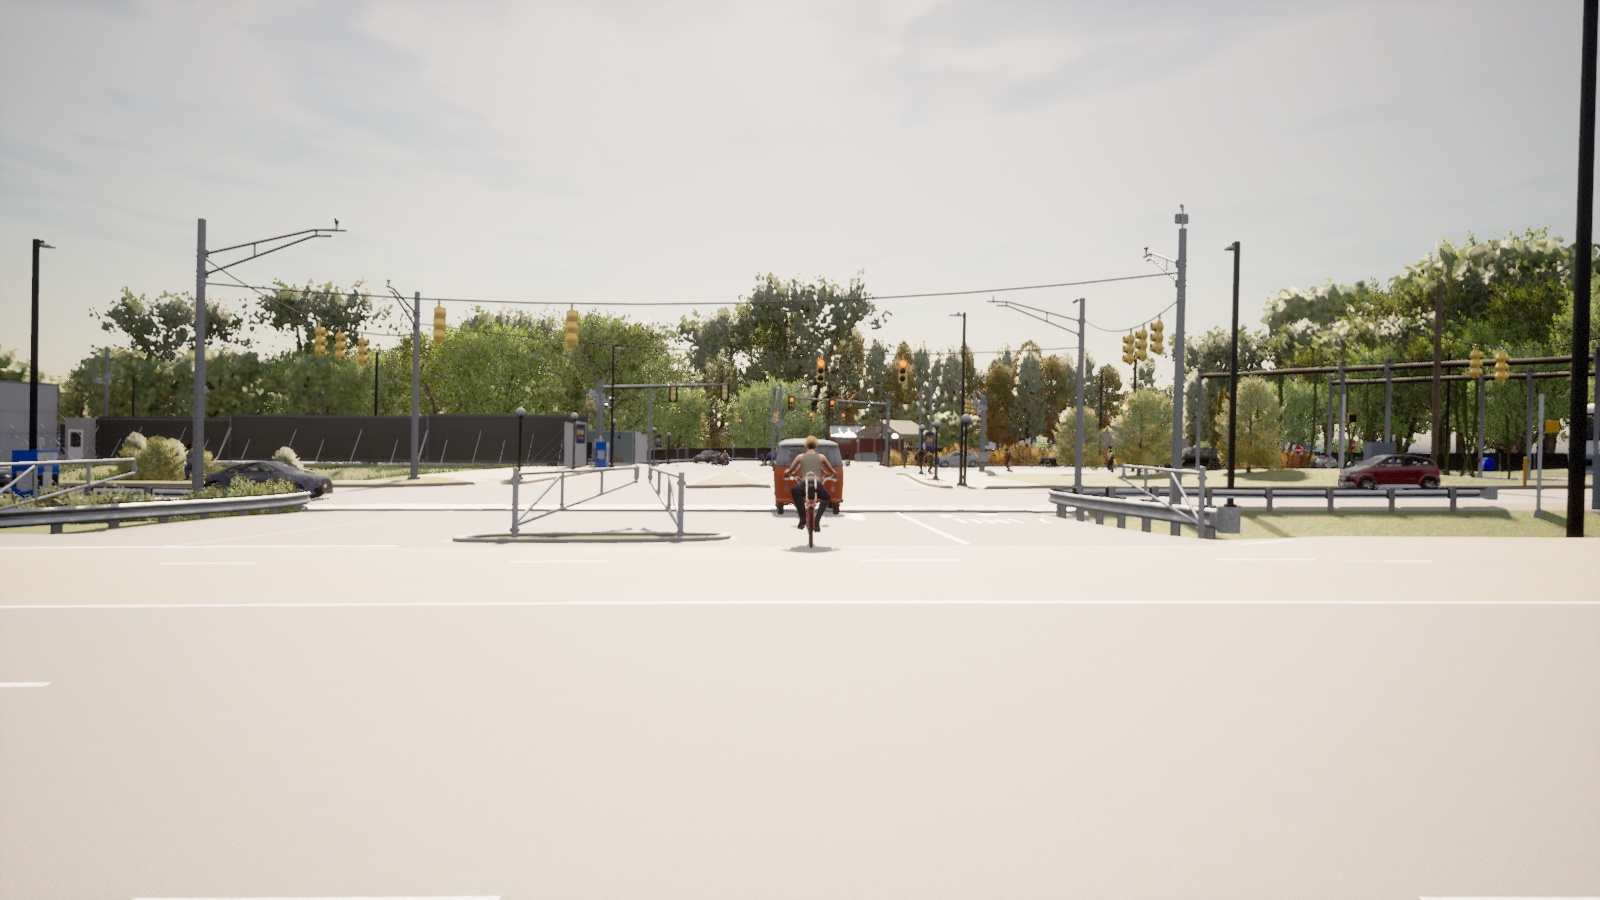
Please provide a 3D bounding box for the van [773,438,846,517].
[{"bbox_3d":[0.193,0.694,34.205,1.775,1.987,4.442,0,1,-2],"label":"van"}]

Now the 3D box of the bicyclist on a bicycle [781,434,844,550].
[{"bbox_3d":[0.175,0.609,18.288,0.866,1.612,1.509,0,-2,0],"label":"bicyclist on a bicycle"}]

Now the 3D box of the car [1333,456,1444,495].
[{"bbox_3d":[24.001,1.023,51.323,3.705,1.549,1.789,0,1,0],"label":"car"}]

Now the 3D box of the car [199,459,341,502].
[{"bbox_3d":[-18.712,1.063,44.491,4.181,1.385,1.994,0,1,1],"label":"car"}]

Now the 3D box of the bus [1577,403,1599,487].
[{"bbox_3d":[43.694,-0.317,60.391,3.944,4.253,10.273,1,-2,-24],"label":"bus"}]

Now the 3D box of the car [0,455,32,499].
[{"bbox_3d":[-29.701,0.936,44.654,3.633,1.501,1.845,0,1,1],"label":"car"}]

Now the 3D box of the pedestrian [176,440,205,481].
[{"bbox_3d":[-27.974,0.478,57.670,0.900,1.855,0.874,1,1,-1],"label":"pedestrian"}]
